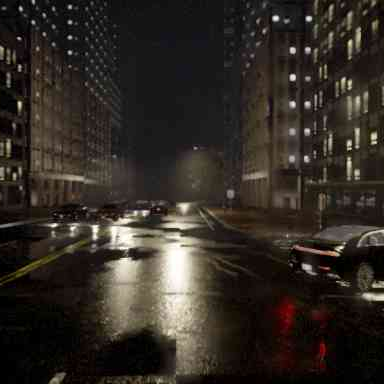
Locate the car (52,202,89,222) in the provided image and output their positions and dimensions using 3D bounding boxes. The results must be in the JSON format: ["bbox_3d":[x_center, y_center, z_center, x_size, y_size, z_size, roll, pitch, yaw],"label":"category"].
[{"bbox_3d":[-10.190,1.677,28.315,1.837,1.490,4.892,0,0,-1],"label":"car"}]

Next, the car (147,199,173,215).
[{"bbox_3d":[-3.605,1.834,37.678,1.994,1.385,4.181,0,0,-1],"label":"car"}]

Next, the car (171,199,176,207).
[{"bbox_3d":[-3.867,1.967,60.401,1.812,1.442,4.674,0,0,-1],"label":"car"}]

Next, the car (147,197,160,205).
[{"bbox_3d":[-7.236,1.609,62.145,1.994,1.385,4.181,0,0,-1],"label":"car"}]

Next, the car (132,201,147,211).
[{"bbox_3d":[-7.129,1.890,46.767,1.994,1.385,4.181,0,-1,0],"label":"car"}]

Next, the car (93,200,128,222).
[{"bbox_3d":[-6.937,1.710,28.186,1.812,1.442,4.674,0,0,-1],"label":"car"}]

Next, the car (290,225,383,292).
[{"bbox_3d":[5.069,1.720,9.628,4.902,1.511,2.128,1,-1,-28],"label":"car"}]
